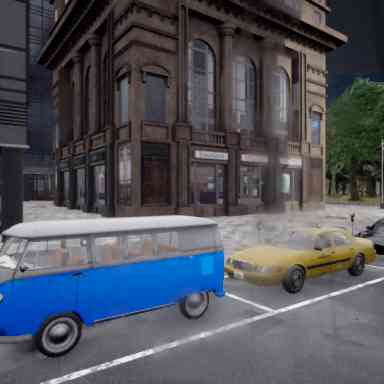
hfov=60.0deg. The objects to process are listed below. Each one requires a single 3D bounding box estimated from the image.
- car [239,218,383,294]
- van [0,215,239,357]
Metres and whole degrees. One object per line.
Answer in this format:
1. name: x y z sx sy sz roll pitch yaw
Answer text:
1. car: 3.005 1.525 8.789 4.829 1.417 1.752 0 0 -35
2. van: -1.285 1.341 5.733 3.998 1.788 1.690 0 0 -35
